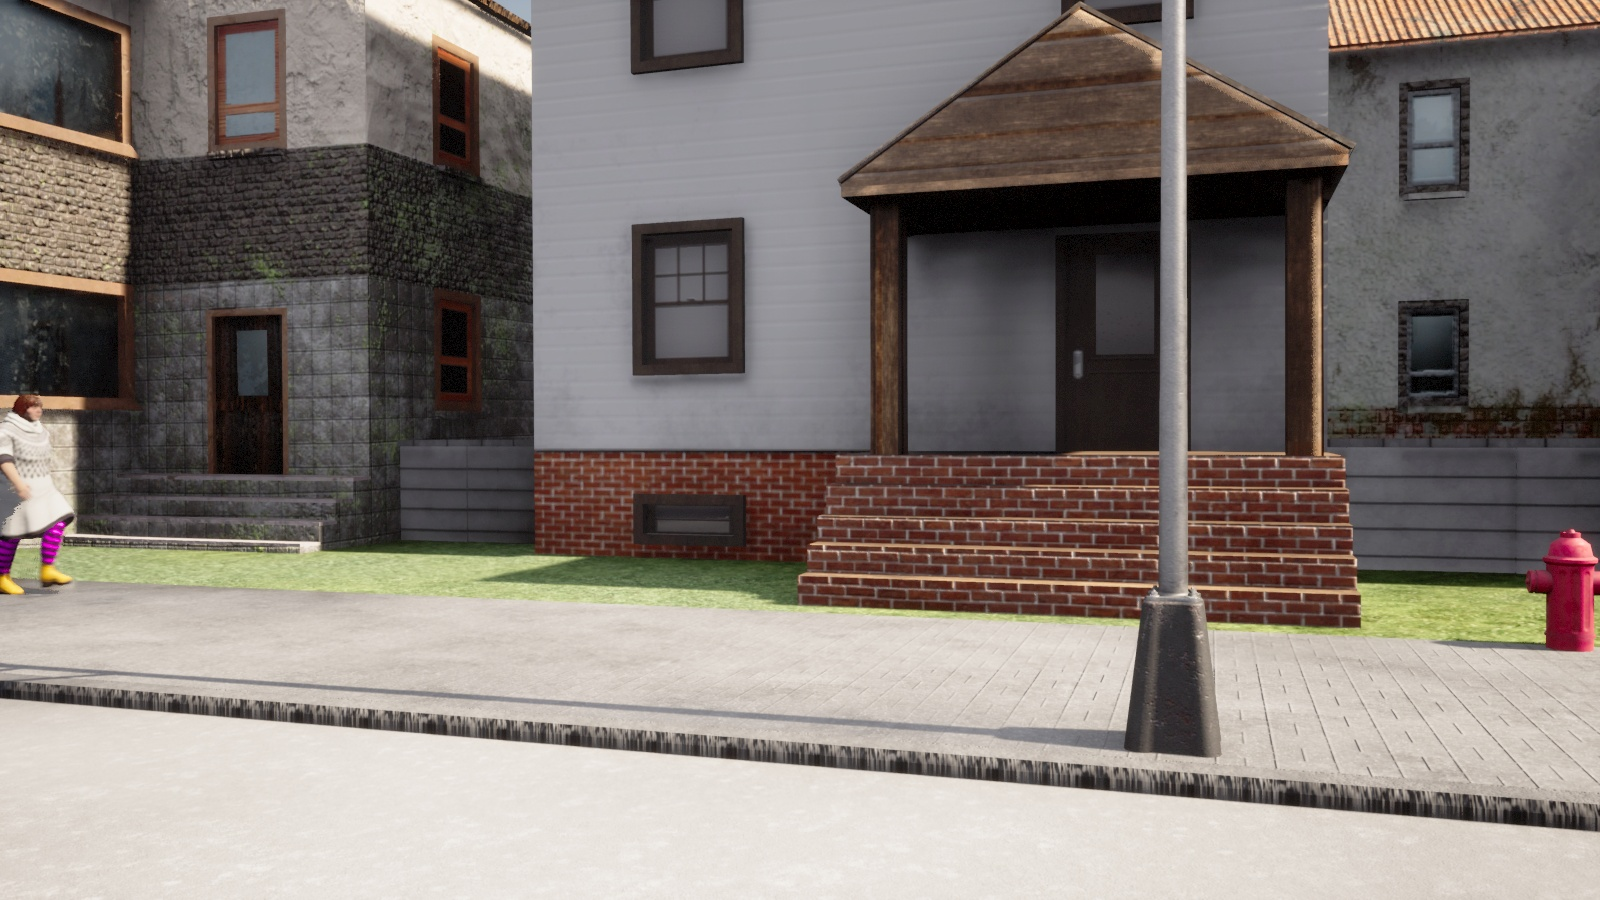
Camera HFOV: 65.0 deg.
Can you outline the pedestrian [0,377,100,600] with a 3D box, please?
[{"bbox_3d":[-6.978,0.328,11.386,0.873,1.952,0.659,0,1,14],"label":"pedestrian"}]
